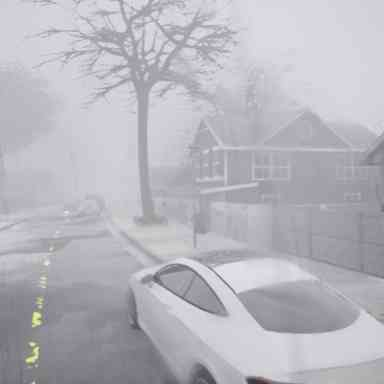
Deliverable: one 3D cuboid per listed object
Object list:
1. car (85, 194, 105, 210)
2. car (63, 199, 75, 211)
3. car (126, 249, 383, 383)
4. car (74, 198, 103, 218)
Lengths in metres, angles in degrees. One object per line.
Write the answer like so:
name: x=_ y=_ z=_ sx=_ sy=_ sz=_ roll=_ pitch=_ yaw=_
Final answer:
car: x=-11.871 y=1.228 z=40.425 sx=2.150 sy=2.045 sz=5.566 roll=-1 pitch=0 yaw=-11
car: x=-14.812 y=1.567 z=42.015 sx=1.812 sy=1.442 sz=4.674 roll=-1 pitch=0 yaw=-10
car: x=0.424 y=1.490 z=4.371 sx=1.812 sy=1.442 sz=4.674 roll=-1 pitch=0 yaw=-24
car: x=-9.384 y=1.533 z=30.342 sx=1.812 sy=1.442 sz=4.674 roll=-1 pitch=0 yaw=-15
